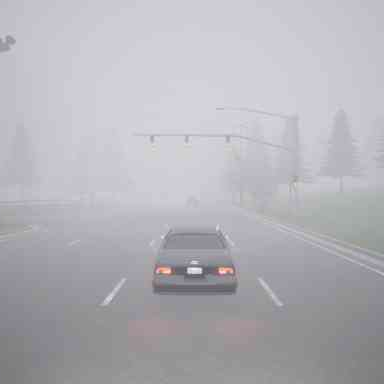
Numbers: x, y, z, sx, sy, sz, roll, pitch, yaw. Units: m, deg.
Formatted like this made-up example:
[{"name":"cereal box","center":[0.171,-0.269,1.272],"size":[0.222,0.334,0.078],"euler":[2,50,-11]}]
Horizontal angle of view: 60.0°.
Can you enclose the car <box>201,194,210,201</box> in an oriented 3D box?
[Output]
[{"name":"car","center":[3.517,1.492,83.533],"size":[1.837,1.490,4.892],"euler":[0,0,0]}]

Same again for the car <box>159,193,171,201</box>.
[{"name":"car","center":[-6.983,1.217,83.565],"size":[2.150,2.045,5.566],"euler":[0,0,0]}]

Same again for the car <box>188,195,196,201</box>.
[{"name":"car","center":[0.017,1.531,83.534],"size":[2.033,1.411,5.357],"euler":[0,0,0]}]

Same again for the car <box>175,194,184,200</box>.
[{"name":"car","center":[-3.481,1.357,93.955],"size":[2.128,1.511,4.902],"euler":[0,0,0]}]

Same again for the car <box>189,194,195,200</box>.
[{"name":"car","center":[0.019,1.310,93.954],"size":[1.882,1.535,5.008],"euler":[0,0,0]}]

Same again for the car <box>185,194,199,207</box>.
[{"name":"car","center":[0.009,1.352,52.891],"size":[2.097,1.767,4.553],"euler":[0,0,0]}]

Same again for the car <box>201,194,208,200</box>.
[{"name":"car","center":[3.519,1.310,93.953],"size":[1.882,1.535,5.008],"euler":[0,0,0]}]

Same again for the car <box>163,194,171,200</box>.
[{"name":"car","center":[-6.981,1.385,93.955],"size":[1.994,1.385,4.181],"euler":[0,0,0]}]

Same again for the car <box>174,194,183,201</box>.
[{"name":"car","center":[-3.483,1.517,83.951],"size":[1.812,1.442,4.674],"euler":[0,0,0]}]

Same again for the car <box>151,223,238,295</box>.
[{"name":"car","center":[0.068,1.547,8.852],"size":[2.033,1.411,5.357],"euler":[0,0,0]}]
